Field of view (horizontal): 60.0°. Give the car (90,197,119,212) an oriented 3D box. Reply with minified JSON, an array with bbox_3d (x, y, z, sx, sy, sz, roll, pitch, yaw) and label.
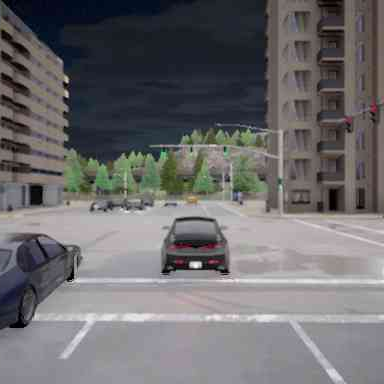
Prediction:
[{"bbox_3d":[-10.592,1.545,39.350,2.128,1.511,4.902,0,0,0],"label":"car"}]

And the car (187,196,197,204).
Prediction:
[{"bbox_3d":[0.010,1.565,64.168,1.882,1.535,5.008,0,0,0],"label":"car"}]

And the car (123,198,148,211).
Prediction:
[{"bbox_3d":[-7.088,1.584,42.309,1.812,1.442,4.674,0,0,-1],"label":"car"}]

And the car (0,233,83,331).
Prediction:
[{"bbox_3d":[-3.735,1.557,6.795,2.033,1.411,5.357,0,0,-5],"label":"car"}]

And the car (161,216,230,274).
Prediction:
[{"bbox_3d":[0.096,1.521,10.590,1.837,1.490,4.892,0,0,0],"label":"car"}]

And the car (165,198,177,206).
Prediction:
[{"bbox_3d":[-3.396,1.676,54.956,1.895,1.301,4.718,0,0,0],"label":"car"}]

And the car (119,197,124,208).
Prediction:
[{"bbox_3d":[-10.569,1.571,48.624,1.837,1.490,4.892,0,0,0],"label":"car"}]

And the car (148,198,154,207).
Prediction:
[{"bbox_3d":[-7.061,1.635,52.222,1.994,1.385,4.181,0,0,0],"label":"car"}]
